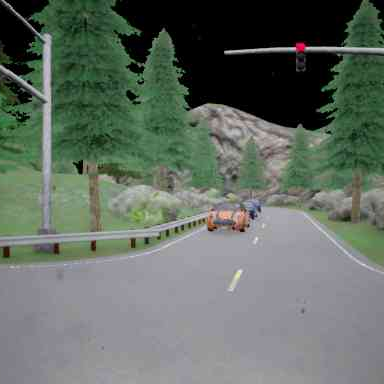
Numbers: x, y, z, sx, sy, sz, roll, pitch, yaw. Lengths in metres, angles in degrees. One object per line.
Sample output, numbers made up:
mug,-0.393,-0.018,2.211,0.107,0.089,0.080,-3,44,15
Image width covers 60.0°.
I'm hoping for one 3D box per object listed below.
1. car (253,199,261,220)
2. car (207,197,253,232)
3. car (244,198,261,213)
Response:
car,4.675,1.522,29.143,1.882,1.535,5.008,0,0,15
car,2.326,1.383,20.314,2.097,1.767,4.553,0,0,15
car,7.061,1.536,39.035,1.882,1.535,5.008,0,0,9
